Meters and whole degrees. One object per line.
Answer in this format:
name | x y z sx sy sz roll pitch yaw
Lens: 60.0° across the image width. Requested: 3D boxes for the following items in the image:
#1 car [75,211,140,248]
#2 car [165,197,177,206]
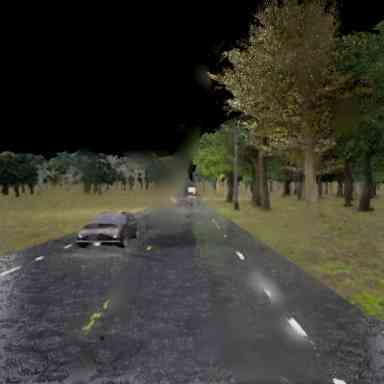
car | -3.600 1.607 15.255 2.033 1.411 5.357 0 0 0
car | -3.540 1.624 57.195 1.882 1.535 5.008 0 0 1
